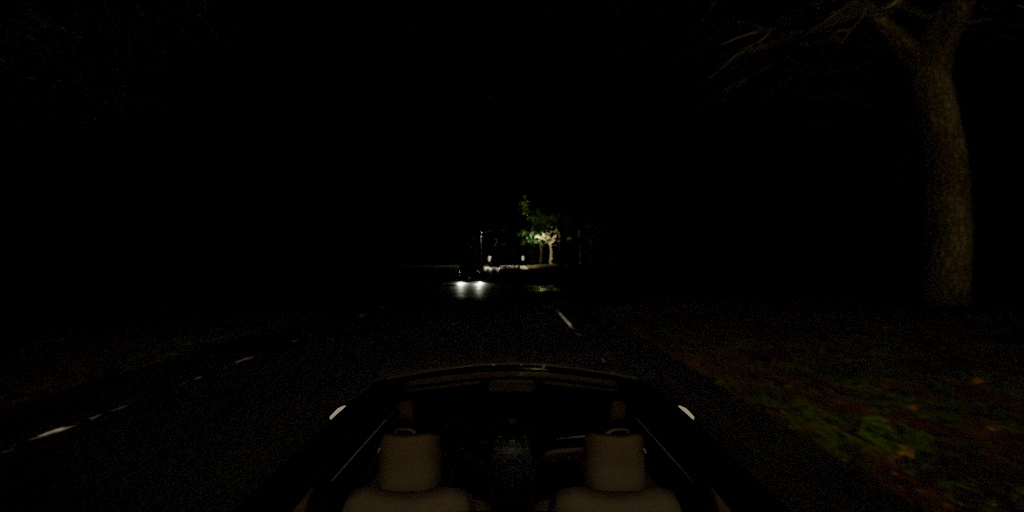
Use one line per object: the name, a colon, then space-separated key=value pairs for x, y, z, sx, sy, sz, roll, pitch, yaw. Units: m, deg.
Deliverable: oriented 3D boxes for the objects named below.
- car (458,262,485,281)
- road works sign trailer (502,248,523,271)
car: x=-3.606 y=1.303 z=32.540 sx=2.097 sy=1.767 sz=4.553 roll=0 pitch=0 yaw=0
road works sign trailer: x=-0.021 y=0.550 z=54.619 sx=2.380 sy=3.560 sz=2.880 roll=0 pitch=0 yaw=-1
